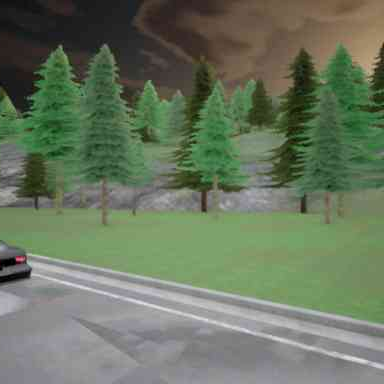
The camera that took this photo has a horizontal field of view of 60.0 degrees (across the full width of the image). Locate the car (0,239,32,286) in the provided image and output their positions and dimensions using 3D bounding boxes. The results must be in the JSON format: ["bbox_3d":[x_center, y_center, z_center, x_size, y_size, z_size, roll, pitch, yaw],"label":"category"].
[{"bbox_3d":[-6.153,1.561,8.331,5.357,1.411,2.033,0,0,36],"label":"car"}]
